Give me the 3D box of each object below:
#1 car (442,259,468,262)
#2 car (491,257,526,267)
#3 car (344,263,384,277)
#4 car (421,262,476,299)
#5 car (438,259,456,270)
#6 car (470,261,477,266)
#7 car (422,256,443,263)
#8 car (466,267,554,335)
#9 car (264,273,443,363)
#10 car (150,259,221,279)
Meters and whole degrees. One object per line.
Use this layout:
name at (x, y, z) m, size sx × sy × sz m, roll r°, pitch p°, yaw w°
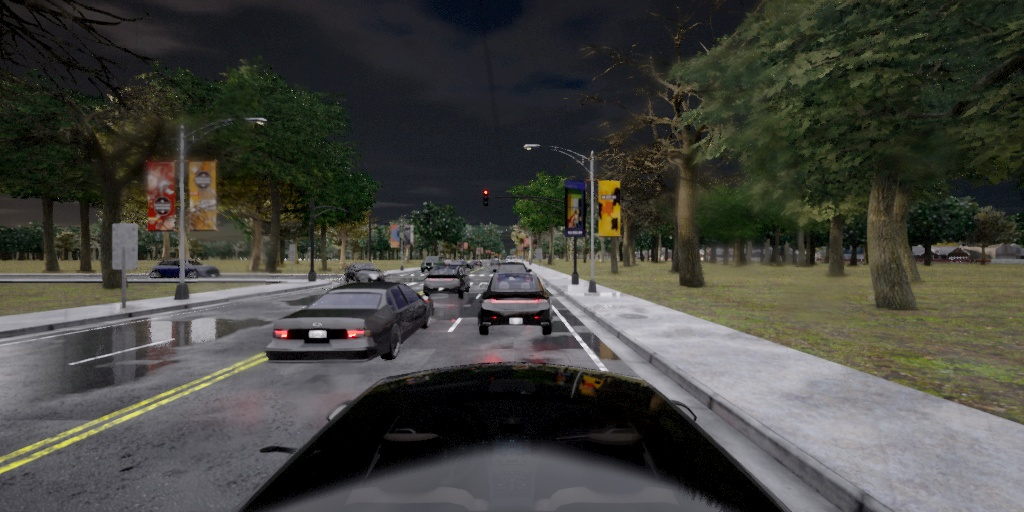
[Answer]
car at (-6.705, 1.310, 43.704) m, size 2.033 × 1.411 × 5.357 m, roll 0°, pitch 0°, yaw 0°
car at (0.018, 1.105, 19.424) m, size 2.097 × 1.767 × 4.553 m, roll 0°, pitch 0°, yaw 0°
car at (-10.855, 1.247, 26.314) m, size 2.128 × 1.511 × 4.902 m, roll 1°, pitch -1°, yaw -38°
car at (-3.180, 1.244, 18.084) m, size 2.128 × 1.511 × 4.902 m, roll 0°, pitch 0°, yaw -2°
car at (-9.977, 1.250, 55.497) m, size 1.882 × 1.535 × 5.008 m, roll 0°, pitch 0°, yaw 0°
car at (-6.725, 1.371, 53.313) m, size 1.895 × 1.301 × 4.718 m, roll 0°, pitch 0°, yaw 0°
car at (-9.946, 0.986, 45.490) m, size 2.150 × 2.045 × 5.566 m, roll 0°, pitch 0°, yaw 0°
car at (0.079, 1.242, 10.450) m, size 2.128 × 1.511 × 4.902 m, roll 0°, pitch 0°, yaw 0°
car at (-3.156, 1.298, 8.242) m, size 2.033 × 1.411 × 5.357 m, roll 0°, pitch 0°, yaw -1°
car at (-27.087, 1.079, 29.883) m, size 4.553 × 1.767 × 2.097 m, roll 0°, pitch 0°, yaw 0°
